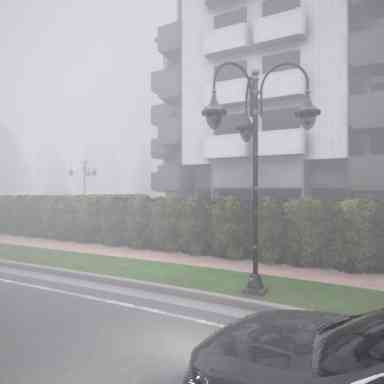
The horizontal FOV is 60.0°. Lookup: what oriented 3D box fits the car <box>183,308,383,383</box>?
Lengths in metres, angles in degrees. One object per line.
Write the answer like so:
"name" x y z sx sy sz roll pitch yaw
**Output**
"car" 2.165 1.504 2.137 4.892 1.490 1.837 0 -1 35
